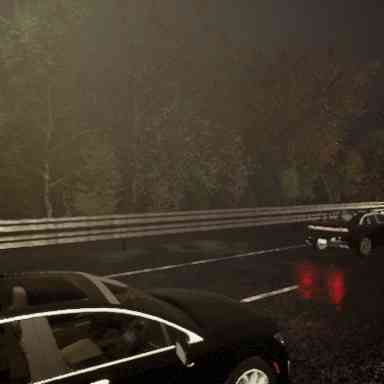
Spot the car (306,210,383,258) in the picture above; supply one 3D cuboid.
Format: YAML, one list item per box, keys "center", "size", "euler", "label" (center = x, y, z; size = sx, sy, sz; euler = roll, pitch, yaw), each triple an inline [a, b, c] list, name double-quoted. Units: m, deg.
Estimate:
- center: [6.300, 1.410, 12.430]
  size: [4.902, 1.511, 2.128]
  euler: [-1, 0, -35]
  label: "car"

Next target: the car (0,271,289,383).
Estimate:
- center: [-1.204, 1.500, 2.878]
  size: [4.892, 1.490, 1.837]
  euler: [0, 0, -35]
  label: "car"
